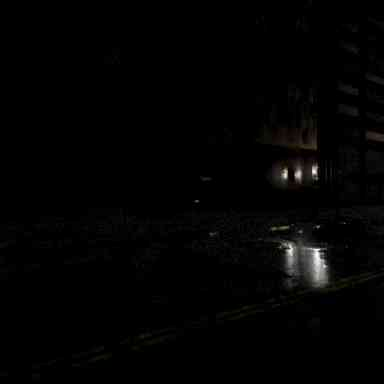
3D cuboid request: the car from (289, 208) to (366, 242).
[{"bbox_3d":[6.861,1.539,16.549,4.674,1.442,1.812,0,0,-35],"label":"car"}]
